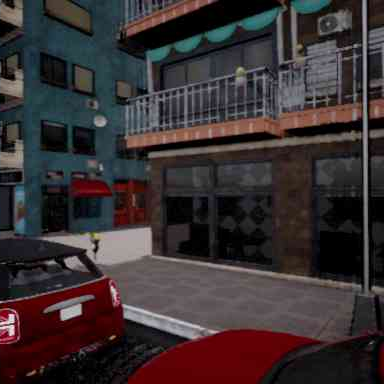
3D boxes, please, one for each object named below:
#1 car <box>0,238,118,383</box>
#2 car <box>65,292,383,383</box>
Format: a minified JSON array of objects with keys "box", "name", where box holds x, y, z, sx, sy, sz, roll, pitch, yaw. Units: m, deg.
[{"box":[-2.994,1.424,5.022,4.097,1.590,1.967,0,0,35],"name":"car"},{"box":[1.502,1.546,1.814,4.507,1.381,1.887,0,0,35],"name":"car"}]
